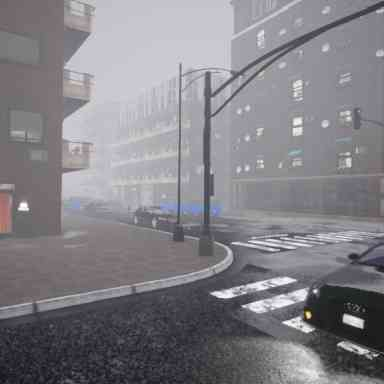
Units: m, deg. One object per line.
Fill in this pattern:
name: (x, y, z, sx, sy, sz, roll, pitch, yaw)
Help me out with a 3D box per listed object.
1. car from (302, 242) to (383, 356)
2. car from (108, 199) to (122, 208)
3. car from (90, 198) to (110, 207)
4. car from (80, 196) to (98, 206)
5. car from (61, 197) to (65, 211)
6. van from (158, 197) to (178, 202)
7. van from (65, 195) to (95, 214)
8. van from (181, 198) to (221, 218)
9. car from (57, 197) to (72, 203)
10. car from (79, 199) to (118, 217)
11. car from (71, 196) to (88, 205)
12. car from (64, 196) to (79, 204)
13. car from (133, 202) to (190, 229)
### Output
car: (3.804, 1.566, 5.660, 4.181, 1.385, 1.994, 0, 0, -35)
car: (-11.771, 1.683, 49.128, 1.887, 1.381, 4.507, 1, -1, -35)
car: (-14.948, 1.730, 53.732, 1.802, 1.307, 4.206, 1, -1, -35)
car: (-18.124, 1.597, 58.338, 1.967, 1.590, 4.097, 1, -1, -35)
car: (-15.080, 1.581, 40.048, 2.008, 1.369, 4.403, 1, -1, -35)
van: (-2.239, 1.450, 35.315, 1.690, 1.788, 3.998, 1, -1, -35)
van: (-11.902, 1.361, 35.445, 1.690, 1.788, 3.998, 1, -1, -35)
van: (0.938, 1.439, 30.710, 1.690, 1.788, 3.998, 1, -1, -35)
car: (-27.655, 1.727, 72.152, 1.887, 1.381, 4.507, 1, -1, -35)
car: (-8.727, 1.592, 30.839, 1.802, 1.307, 4.206, 1, -1, -35)
car: (-21.301, 1.606, 62.943, 1.967, 1.590, 4.097, 1, -1, -35)
car: (-24.477, 1.614, 67.548, 1.967, 1.590, 4.097, 1, -1, -35)
car: (-2.373, 1.540, 21.629, 2.008, 1.369, 4.403, 1, -1, -35)
